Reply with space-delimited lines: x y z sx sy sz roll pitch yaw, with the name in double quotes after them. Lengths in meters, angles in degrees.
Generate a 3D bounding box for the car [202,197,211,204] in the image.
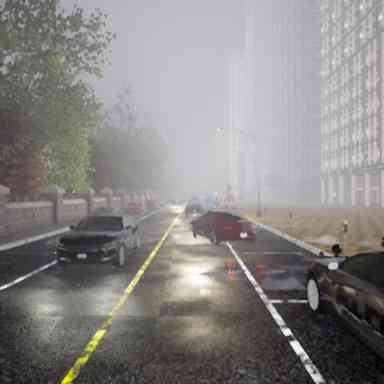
3.139 1.773 72.026 1.802 1.307 4.206 0 0 0 "car"

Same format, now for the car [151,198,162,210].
-5.417 1.645 43.918 1.887 1.381 4.507 0 0 0 "car"

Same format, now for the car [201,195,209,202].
3.209 1.669 83.291 1.967 1.590 4.097 0 0 0 "car"

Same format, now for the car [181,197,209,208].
0.290 1.564 33.054 2.128 1.511 4.902 0 0 1 "car"

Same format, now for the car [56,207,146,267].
-3.028 1.501 11.697 1.882 1.535 5.008 0 0 0 "car"

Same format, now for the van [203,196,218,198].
2.999 1.459 49.499 1.690 1.788 3.998 0 0 0 "van"

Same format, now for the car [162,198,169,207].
-5.348 1.659 55.013 1.752 1.417 4.829 0 0 0 "car"

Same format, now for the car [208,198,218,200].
2.929 1.668 38.234 1.802 1.307 4.206 0 0 0 "car"

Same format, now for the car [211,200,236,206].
2.858 1.609 26.969 2.008 1.369 4.403 0 0 0 "car"

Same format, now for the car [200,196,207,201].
3.278 1.826 94.554 2.008 1.369 4.403 0 0 0 "car"

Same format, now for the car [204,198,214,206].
3.068 1.735 60.762 1.802 1.307 4.206 0 0 0 "car"

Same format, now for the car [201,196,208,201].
3.243 1.833 88.922 1.802 1.307 4.206 0 0 0 "car"

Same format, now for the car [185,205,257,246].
1.358 1.557 15.492 1.812 1.442 4.674 0 0 -18 "car"

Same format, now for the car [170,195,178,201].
-5.102 1.714 94.607 1.967 1.590 4.097 0 0 0 "car"

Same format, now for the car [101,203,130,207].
-5.557 1.589 21.389 1.887 1.381 4.507 0 0 0 "car"

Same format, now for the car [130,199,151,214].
-5.487 1.615 32.654 1.887 1.381 4.507 0 0 0 "car"

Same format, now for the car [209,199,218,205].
2.893 1.653 32.602 1.802 1.307 4.206 0 0 0 "car"

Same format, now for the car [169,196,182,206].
-2.632 1.643 59.875 2.128 1.511 4.902 0 0 1 "car"

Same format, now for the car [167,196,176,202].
-5.171 1.794 83.343 1.947 1.339 4.313 0 0 0 "car"

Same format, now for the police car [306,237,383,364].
3.163 1.434 4.698 1.930 1.638 5.238 0 0 0 "police car"
